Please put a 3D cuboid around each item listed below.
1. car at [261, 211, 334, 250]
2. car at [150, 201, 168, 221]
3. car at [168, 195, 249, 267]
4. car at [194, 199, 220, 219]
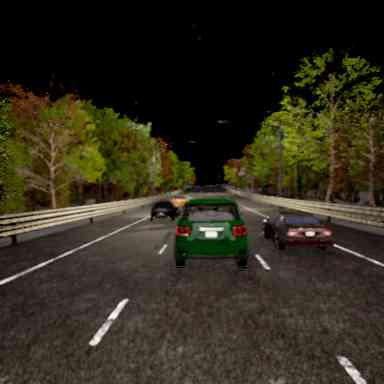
[{"bbox_3d":[4.231,1.509,14.132,2.033,1.411,5.357,-1,0,2],"label":"car"},{"bbox_3d":[-2.255,1.500,27.785,1.882,1.535,5.008,-1,0,2],"label":"car"},{"bbox_3d":[0.622,1.222,11.530,2.150,2.045,5.566,-1,0,2],"label":"car"},{"bbox_3d":[1.373,1.459,30.420,2.128,1.511,4.902,-1,0,2],"label":"car"}]
